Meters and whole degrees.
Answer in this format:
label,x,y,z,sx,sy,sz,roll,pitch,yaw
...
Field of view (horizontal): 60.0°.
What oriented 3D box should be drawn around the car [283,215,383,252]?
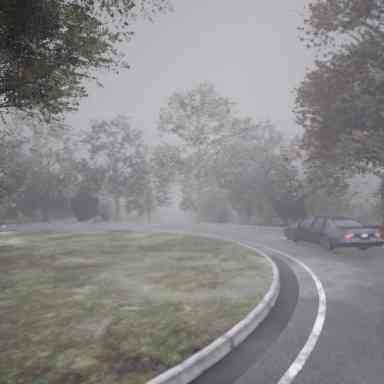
label,x,y,z,sx,sy,sz,roll,pitch,yaw
car,6.132,1.775,15.200,2.033,1.411,5.357,0,-1,-11
